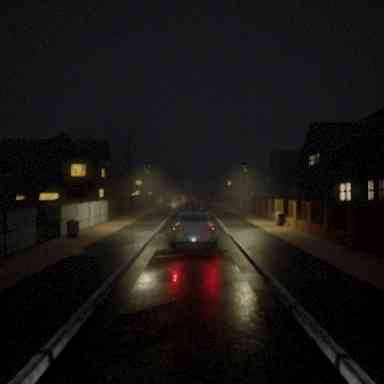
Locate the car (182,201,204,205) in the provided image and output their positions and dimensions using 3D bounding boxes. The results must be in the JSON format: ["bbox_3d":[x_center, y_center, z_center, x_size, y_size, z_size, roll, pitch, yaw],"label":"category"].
[{"bbox_3d":[0.066,1.488,29.480,1.812,1.442,4.674,0,0,0],"label":"car"}]

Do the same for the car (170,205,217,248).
[{"bbox_3d":[0.071,1.509,14.566,1.812,1.442,4.674,0,0,0],"label":"car"}]
